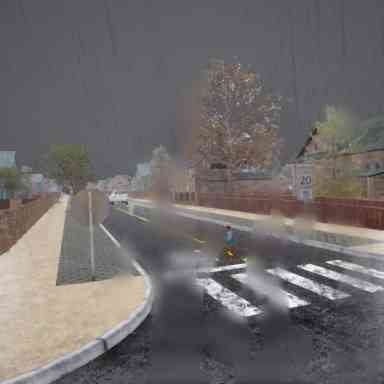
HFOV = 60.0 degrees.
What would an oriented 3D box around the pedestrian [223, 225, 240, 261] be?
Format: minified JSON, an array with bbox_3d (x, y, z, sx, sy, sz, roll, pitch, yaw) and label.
[{"bbox_3d":[1.159,1.539,9.941,0.500,1.100,0.500,-1,0,-20],"label":"pedestrian"}]

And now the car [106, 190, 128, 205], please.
[{"bbox_3d":[-10.466,0.725,47.153,2.150,2.045,5.566,-2,1,-20],"label":"car"}]
